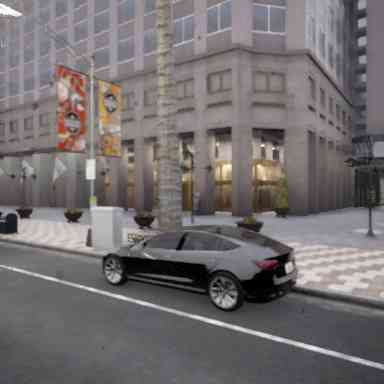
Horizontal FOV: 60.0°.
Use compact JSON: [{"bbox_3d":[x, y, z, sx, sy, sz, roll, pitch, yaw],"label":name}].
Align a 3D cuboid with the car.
[{"bbox_3d":[-0.032,1.511,7.804,4.786,1.482,2.161,0,0,35],"label":"car"}]
